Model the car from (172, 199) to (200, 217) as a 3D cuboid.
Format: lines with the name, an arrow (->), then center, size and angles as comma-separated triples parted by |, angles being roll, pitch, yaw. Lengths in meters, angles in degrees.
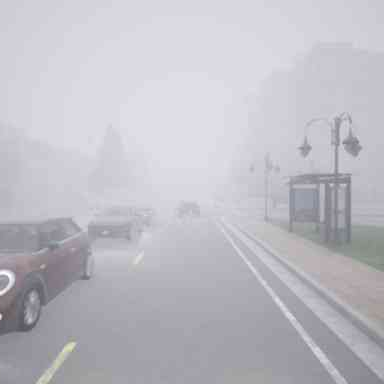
car -> -0.531, 1.358, 29.363 | 1.837, 1.490, 4.892 | 1, 1, -10

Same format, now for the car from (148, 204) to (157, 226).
car -> -3.525, 1.489, 22.322 | 1.895, 1.301, 4.718 | 0, 0, 0

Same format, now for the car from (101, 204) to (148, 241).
car -> -3.581, 1.396, 16.330 | 1.882, 1.535, 5.008 | 0, 0, 0

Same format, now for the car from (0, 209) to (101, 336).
car -> -3.600, 1.318, 6.751 | 2.097, 1.767, 4.553 | 0, 0, 0
